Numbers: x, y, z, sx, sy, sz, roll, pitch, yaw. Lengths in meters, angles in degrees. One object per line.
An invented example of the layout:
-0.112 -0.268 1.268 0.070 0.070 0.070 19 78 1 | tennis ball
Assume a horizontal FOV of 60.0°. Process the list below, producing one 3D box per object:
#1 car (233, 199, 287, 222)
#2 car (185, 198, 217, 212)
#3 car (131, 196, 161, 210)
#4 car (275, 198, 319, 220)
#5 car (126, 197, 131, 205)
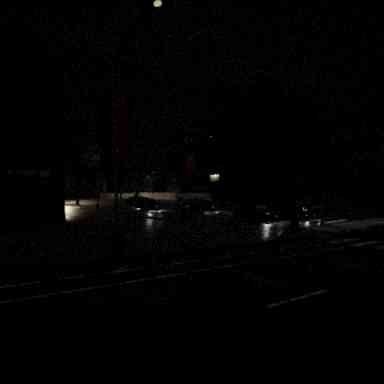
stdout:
5.352 1.634 28.136 1.812 1.442 4.674 -2 2 -34 | car
1.016 1.469 39.898 2.128 1.511 4.902 -2 2 -35 | car
-5.865 1.562 44.030 1.837 1.490 4.892 -2 1 -35 | car
8.711 1.365 29.091 2.097 1.767 4.553 -2 1 -37 | car
-9.167 1.496 54.466 1.837 1.490 4.892 -2 1 -35 | car
